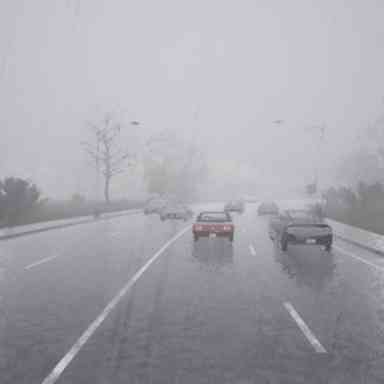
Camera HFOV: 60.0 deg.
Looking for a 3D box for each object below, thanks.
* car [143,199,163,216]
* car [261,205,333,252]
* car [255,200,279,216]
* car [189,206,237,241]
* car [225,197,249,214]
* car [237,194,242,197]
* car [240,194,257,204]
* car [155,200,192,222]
[{"bbox_3d":[-3.328,1.515,33.155,1.837,1.490,4.892,0,0,13],"label":"car"},{"bbox_3d":[4.417,1.514,14.099,2.128,1.511,4.902,0,0,5],"label":"car"},{"bbox_3d":[7.479,1.612,32.454,1.994,1.385,4.181,0,0,13],"label":"car"},{"bbox_3d":[1.165,1.617,16.742,1.895,1.301,4.718,0,0,6],"label":"car"},{"bbox_3d":[4.578,1.587,35.534,2.033,1.411,5.357,0,0,14],"label":"car"},{"bbox_3d":[10.980,1.241,71.900,2.097,1.767,4.553,0,0,27],"label":"car"},{"bbox_3d":[11.339,1.600,64.851,1.812,1.442,4.674,0,0,25],"label":"car"},{"bbox_3d":[-1.151,1.579,26.183,1.994,1.385,4.181,0,0,10],"label":"car"}]
